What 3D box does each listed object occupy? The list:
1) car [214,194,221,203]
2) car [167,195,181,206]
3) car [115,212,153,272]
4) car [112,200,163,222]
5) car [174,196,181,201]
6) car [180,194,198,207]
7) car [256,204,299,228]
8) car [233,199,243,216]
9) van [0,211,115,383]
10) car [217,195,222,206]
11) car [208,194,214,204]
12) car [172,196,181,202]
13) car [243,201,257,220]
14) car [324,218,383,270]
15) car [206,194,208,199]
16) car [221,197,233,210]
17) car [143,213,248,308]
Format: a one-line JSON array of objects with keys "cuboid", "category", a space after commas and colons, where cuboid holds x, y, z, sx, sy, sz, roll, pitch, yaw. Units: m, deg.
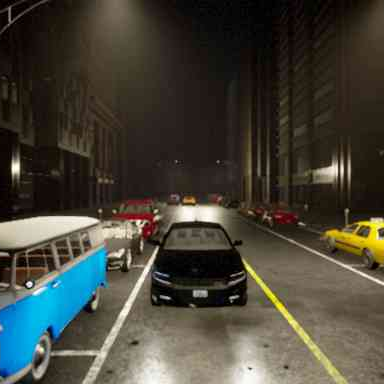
[{"cuboid": [5.253, 1.510, 55.736, 1.967, 1.590, 4.097, 0, 0, -1], "category": "car"}, {"cuboid": [-3.271, 1.645, 55.592, 1.802, 1.307, 4.206, 0, 0, -1], "category": "car"}, {"cuboid": [-2.590, 1.559, 10.650, 2.008, 1.369, 4.403, 0, 0, -1], "category": "car"}, {"cuboid": [-2.675, 1.328, 16.268, 2.192, 1.841, 5.009, 0, 0, -1], "category": "car"}, {"cuboid": [-3.781, 1.698, 89.298, 1.802, 1.307, 4.206, 0, 0, -1], "category": "car"}, {"cuboid": [-0.467, 1.539, 52.917, 1.882, 1.535, 5.008, 0, 0, -1], "category": "car"}, {"cuboid": [5.764, 1.607, 22.028, 1.802, 1.307, 4.206, 0, 0, -1], "category": "car"}, {"cuboid": [5.591, 1.563, 33.434, 1.752, 1.417, 4.829, 0, 0, -1], "category": "car"}, {"cuboid": [-2.505, 1.344, 5.033, 1.690, 1.788, 3.998, 0, 0, -1], "category": "van"}, {"cuboid": [5.338, 1.607, 50.118, 1.887, 1.381, 4.507, 0, 0, -1], "category": "car"}, {"cuboid": [5.083, 1.402, 66.973, 2.192, 1.841, 5.009, 0, 0, -1], "category": "car"}, {"cuboid": [-3.611, 1.664, 78.063, 1.947, 1.339, 4.313, 0, 0, -1], "category": "car"}, {"cuboid": [5.679, 1.613, 27.645, 1.802, 1.307, 4.206, 0, 0, -1], "category": "car"}, {"cuboid": [5.931, 1.540, 10.961, 1.752, 1.417, 4.829, 0, 0, -1], "category": "car"}, {"cuboid": [4.913, 1.655, 78.209, 2.008, 1.369, 4.403, 0, 0, -1], "category": "car"}, {"cuboid": [5.423, 1.620, 44.500, 1.947, 1.339, 4.313, 0, 0, -1], "category": "car"}, {"cuboid": [0.111, 1.486, 8.237, 1.882, 1.535, 5.008, 0, 0, -1], "category": "car"}]
